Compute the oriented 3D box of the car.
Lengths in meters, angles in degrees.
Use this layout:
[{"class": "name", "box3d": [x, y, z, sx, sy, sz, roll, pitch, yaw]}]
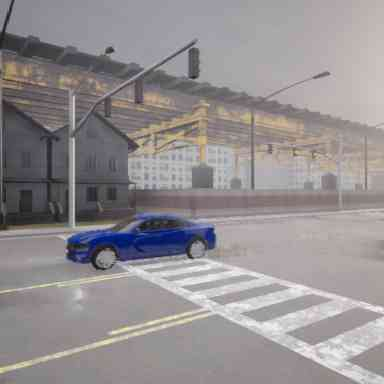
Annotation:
[{"class": "car", "box3d": [-1.529, 1.477, 11.084, 5.008, 1.535, 1.882, 0, 0, -30]}]
